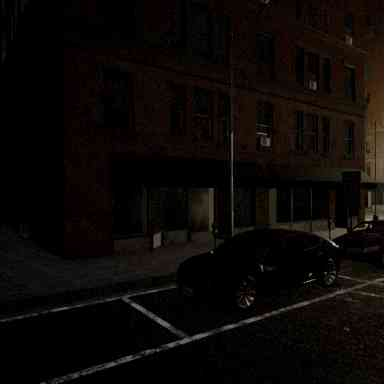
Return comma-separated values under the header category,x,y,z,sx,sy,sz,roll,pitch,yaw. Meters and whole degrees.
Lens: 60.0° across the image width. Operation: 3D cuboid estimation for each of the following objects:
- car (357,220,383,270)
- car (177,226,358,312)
category,x,y,z,sx,sy,sz,roll,pitch,yaw
car,6.189,1.582,10.912,4.206,1.307,1.802,0,0,-35
car,1.701,1.566,7.730,4.313,1.339,1.947,0,0,-35
